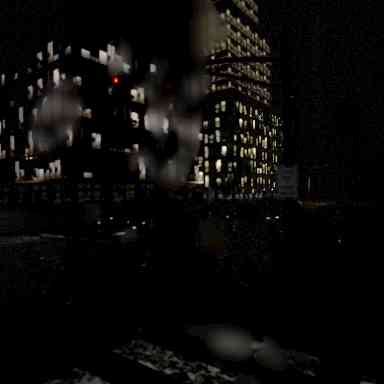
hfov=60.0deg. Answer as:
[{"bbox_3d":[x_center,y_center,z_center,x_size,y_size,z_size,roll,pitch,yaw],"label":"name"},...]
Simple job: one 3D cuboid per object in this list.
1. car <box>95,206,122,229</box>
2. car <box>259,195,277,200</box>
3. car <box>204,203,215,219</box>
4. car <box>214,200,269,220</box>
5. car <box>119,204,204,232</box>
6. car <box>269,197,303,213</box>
[{"bbox_3d":[-4.488,1.712,23.317,2.128,1.511,4.902,-2,-1,37],"label":"car"},{"bbox_3d":[9.888,1.417,42.048,2.150,2.045,5.566,-2,-1,38],"label":"car"},{"bbox_3d":[1.820,1.758,31.537,2.033,1.411,5.357,-2,-1,38],"label":"car"},{"bbox_3d":[4.559,1.681,29.777,2.033,1.411,5.357,-2,-1,37],"label":"car"},{"bbox_3d":[-1.767,1.691,21.527,2.033,1.411,5.357,-2,-1,37],"label":"car"},{"bbox_3d":[11.263,1.613,38.497,2.128,1.511,4.902,-2,-1,38],"label":"car"}]
